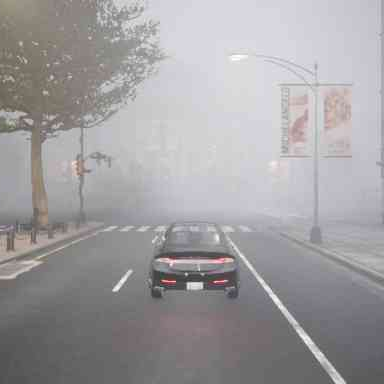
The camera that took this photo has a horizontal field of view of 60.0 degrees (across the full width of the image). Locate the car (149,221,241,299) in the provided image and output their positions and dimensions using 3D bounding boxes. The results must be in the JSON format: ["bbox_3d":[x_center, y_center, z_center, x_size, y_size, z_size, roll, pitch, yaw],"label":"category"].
[{"bbox_3d":[0.064,1.491,8.465,2.128,1.511,4.902,0,0,0],"label":"car"}]
